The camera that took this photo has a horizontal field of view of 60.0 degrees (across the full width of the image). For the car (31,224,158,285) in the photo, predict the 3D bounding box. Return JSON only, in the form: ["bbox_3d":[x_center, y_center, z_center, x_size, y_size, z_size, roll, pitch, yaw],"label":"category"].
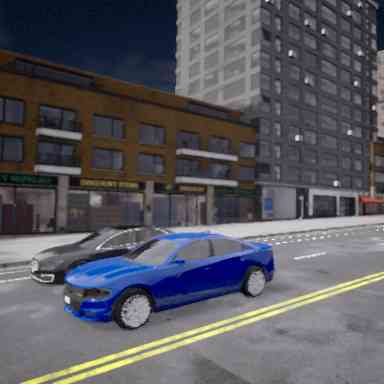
[{"bbox_3d":[-2.186,1.793,10.111,4.892,1.490,1.837,0,-2,-37],"label":"car"}]

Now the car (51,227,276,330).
[{"bbox_3d":[-0.248,1.673,7.505,5.008,1.535,1.882,0,-2,-37],"label":"car"}]
